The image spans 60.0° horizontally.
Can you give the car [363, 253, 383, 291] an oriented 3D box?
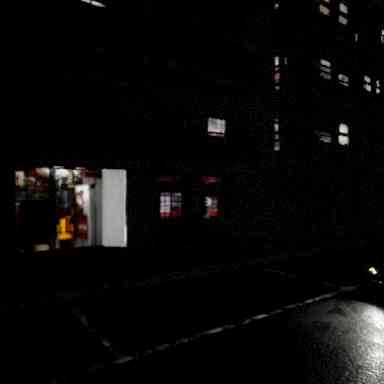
[{"bbox_3d":[6.227,1.529,7.811,5.357,1.411,2.033,0,0,-35],"label":"car"}]
